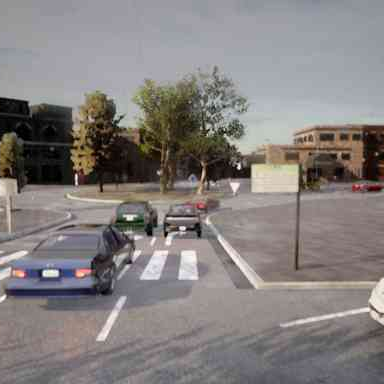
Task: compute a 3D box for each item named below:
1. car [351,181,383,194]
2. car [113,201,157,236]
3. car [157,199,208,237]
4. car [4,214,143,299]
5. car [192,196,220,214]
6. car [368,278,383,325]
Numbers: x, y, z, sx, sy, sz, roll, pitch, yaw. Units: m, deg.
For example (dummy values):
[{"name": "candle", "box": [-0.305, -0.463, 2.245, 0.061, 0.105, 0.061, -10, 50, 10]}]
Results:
[{"name": "car", "box": [24.744, -0.810, 46.492, 4.553, 1.767, 2.097, -2, 5, -17]}, {"name": "car", "box": [-3.014, 1.241, 18.028, 2.097, 1.767, 4.553, 0, 1, -1]}, {"name": "car", "box": [-0.486, 1.391, 17.611, 2.128, 1.511, 4.902, 0, 1, -1]}, {"name": "car", "box": [-2.672, 1.529, 8.586, 2.033, 1.411, 5.357, 0, 0, -2]}, {"name": "car", "box": [1.028, 1.036, 28.867, 1.895, 1.301, 4.718, 2, 4, 21]}, {"name": "car", "box": [5.038, 1.501, 5.277, 4.674, 1.452, 2.002, 1, 0, -22]}]
